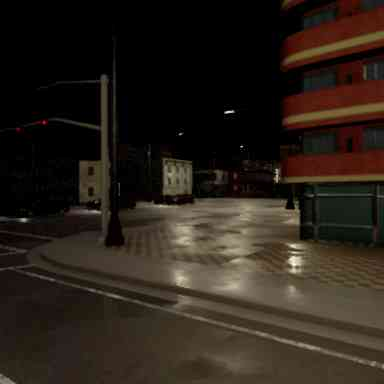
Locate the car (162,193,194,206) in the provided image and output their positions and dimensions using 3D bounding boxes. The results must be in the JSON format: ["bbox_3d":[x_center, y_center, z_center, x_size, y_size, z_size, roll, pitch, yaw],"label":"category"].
[{"bbox_3d":[-1.688,1.005,47.570,2.097,1.767,4.553,0,1,37],"label":"car"}]

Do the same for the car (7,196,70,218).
[{"bbox_3d":[-13.962,1.463,31.089,1.882,1.535,5.008,0,1,37],"label":"car"}]

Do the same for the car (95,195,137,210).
[{"bbox_3d":[-8.473,1.379,38.473,1.812,1.442,4.674,0,1,37],"label":"car"}]

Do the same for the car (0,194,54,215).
[{"bbox_3d":[-16.468,1.218,33.600,2.150,2.045,5.566,0,1,36],"label":"car"}]

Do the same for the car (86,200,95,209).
[{"bbox_3d":[-10.784,1.206,41.217,2.097,1.767,4.553,0,1,37],"label":"car"}]

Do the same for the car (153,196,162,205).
[{"bbox_3d":[-3.853,1.154,50.519,1.837,1.490,4.892,0,1,37],"label":"car"}]
